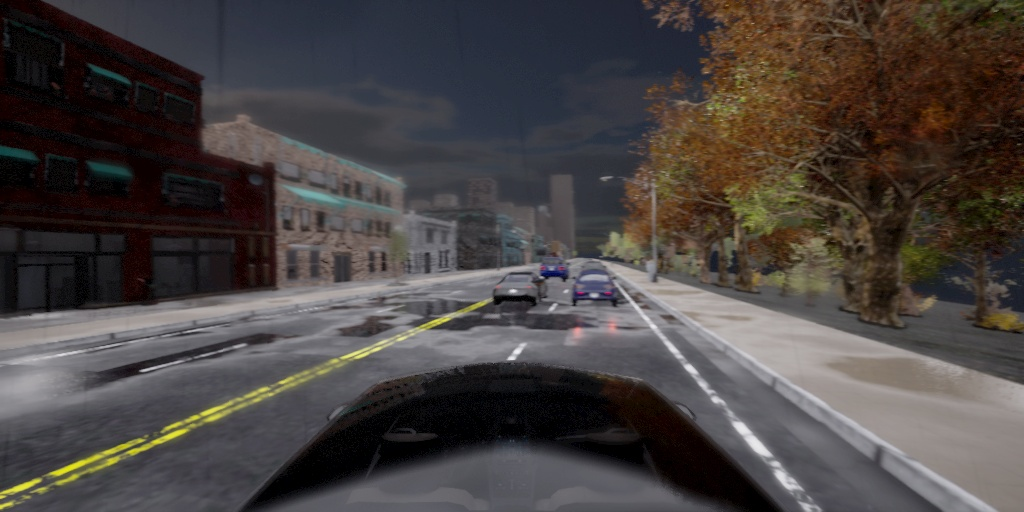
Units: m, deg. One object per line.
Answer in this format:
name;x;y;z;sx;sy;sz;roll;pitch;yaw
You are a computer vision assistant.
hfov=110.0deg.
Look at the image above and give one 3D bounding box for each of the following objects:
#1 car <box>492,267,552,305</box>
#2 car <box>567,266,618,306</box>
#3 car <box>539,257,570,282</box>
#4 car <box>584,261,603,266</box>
car;0.491;1.419;16.687;1.994;1.385;4.181;-1;0;13
car;3.668;1.338;16.002;1.812;1.442;4.674;-1;0;13
car;3.736;1.139;31.021;2.150;2.045;5.566;-1;0;13
car;6.917;1.230;30.339;2.097;1.767;4.553;-1;-1;13
